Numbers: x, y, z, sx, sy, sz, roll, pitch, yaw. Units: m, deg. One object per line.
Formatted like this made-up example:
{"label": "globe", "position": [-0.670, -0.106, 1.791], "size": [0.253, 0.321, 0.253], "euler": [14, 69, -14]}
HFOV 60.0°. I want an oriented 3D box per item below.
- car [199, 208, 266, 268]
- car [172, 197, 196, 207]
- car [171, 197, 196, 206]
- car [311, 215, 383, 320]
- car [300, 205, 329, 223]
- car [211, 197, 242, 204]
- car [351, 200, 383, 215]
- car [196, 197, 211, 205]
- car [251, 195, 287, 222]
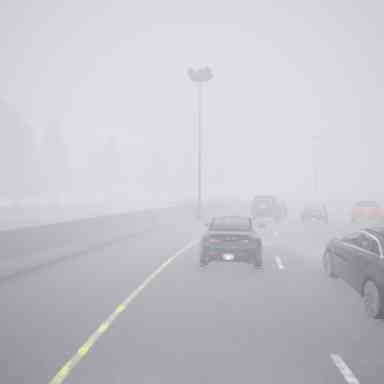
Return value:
{"label": "car", "position": [1.428, 1.509, 11.390], "size": [1.837, 1.490, 4.892], "euler": [0, 0, 10]}
{"label": "car", "position": [-0.485, 1.536, 50.107], "size": [2.033, 1.411, 5.357], "euler": [0, 0, 36]}
{"label": "car", "position": [-1.334, 1.548, 54.618], "size": [1.994, 1.385, 4.181], "euler": [0, 0, 38]}
{"label": "car", "position": [4.284, 1.511, 7.205], "size": [2.128, 1.511, 4.902], "euler": [0, 0, 8]}
{"label": "car", "position": [9.590, 1.641, 25.766], "size": [1.895, 1.301, 4.718], "euler": [0, 0, 24]}
{"label": "car", "position": [5.137, 1.493, 45.819], "size": [1.882, 1.535, 5.008], "euler": [0, 0, 37]}
{"label": "car", "position": [13.727, 1.412, 26.211], "size": [2.097, 1.767, 4.553], "euler": [0, 0, 26]}
{"label": "car", "position": [3.099, 1.511, 48.916], "size": [1.837, 1.490, 4.892], "euler": [0, 0, 37]}
{"label": "car", "position": [6.287, 1.246, 26.940], "size": [2.150, 2.045, 5.566], "euler": [0, 0, 24]}
